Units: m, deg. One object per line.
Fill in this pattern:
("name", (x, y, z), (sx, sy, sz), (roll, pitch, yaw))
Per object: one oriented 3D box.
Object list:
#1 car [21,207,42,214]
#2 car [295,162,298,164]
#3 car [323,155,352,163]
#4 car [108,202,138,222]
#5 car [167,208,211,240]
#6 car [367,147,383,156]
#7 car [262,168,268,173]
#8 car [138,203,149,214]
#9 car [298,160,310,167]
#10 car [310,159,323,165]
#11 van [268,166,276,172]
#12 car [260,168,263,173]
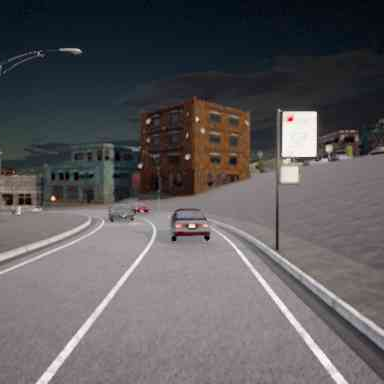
("car", (-29.385, 3.318, 60.711), (4.718, 1.301, 1.895), (-4, -1, 35))
("car", (21.134, -5.007, 65.099), (2.185, 1.767, 4.553), (0, 1, -1))
("car", (21.496, -4.684, 48.416), (2.185, 1.767, 4.553), (0, 1, -1))
("car", (-5.889, 1.650, 27.672), (1.837, 1.490, 4.892), (0, -1, -16))
("car", (-0.224, 1.547, 16.989), (2.033, 1.411, 5.357), (0, 0, -5))
("car", (21.734, -4.340, 37.481), (2.231, 1.521, 4.892), (0, 1, -1))
("car", (20.655, -5.215, 87.150), (2.002, 1.452, 4.674), (0, 1, -1))
("car", (-6.780, 1.967, 40.295), (1.895, 1.301, 4.718), (-1, -1, -26))
("car", (21.253, -4.903, 59.581), (2.185, 1.767, 4.553), (0, 1, -1))
("car", (21.377, -4.626, 53.910), (2.002, 1.452, 4.674), (0, 1, -1))
("van", (20.777, -5.393, 81.506), (1.878, 1.987, 4.442), (0, 1, -1))
("car", (20.535, -5.586, 92.632), (2.435, 2.045, 5.566), (0, 1, -1))
